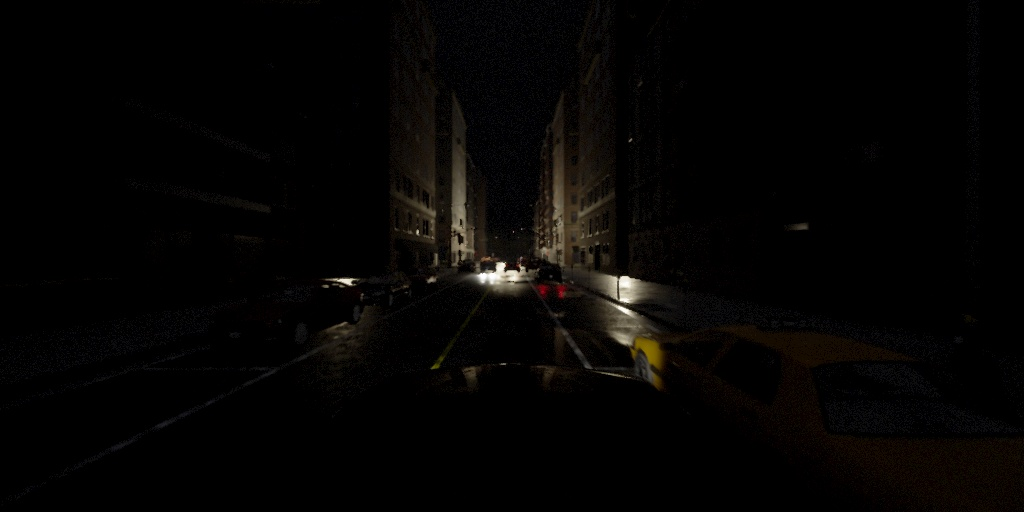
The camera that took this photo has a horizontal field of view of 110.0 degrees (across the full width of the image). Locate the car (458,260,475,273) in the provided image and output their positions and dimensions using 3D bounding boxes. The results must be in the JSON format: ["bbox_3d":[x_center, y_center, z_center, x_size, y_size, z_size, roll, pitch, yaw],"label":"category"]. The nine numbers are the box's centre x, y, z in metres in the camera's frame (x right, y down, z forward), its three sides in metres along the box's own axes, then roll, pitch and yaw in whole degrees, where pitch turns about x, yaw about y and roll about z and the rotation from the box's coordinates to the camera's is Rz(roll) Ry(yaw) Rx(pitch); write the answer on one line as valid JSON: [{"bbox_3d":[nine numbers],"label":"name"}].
[{"bbox_3d":[-5.391,1.175,43.309,1.967,1.591,4.097,0,0,0],"label":"car"}]

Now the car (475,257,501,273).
[{"bbox_3d":[-2.796,1.227,43.194,2.128,1.511,4.902,0,0,0],"label":"car"}]

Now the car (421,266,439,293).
[{"bbox_3d":[-5.389,1.289,20.580,1.888,1.381,4.507,0,0,0],"label":"car"}]

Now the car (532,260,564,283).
[{"bbox_3d":[2.748,1.269,27.621,1.812,1.442,4.674,0,0,0],"label":"car"}]

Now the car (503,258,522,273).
[{"bbox_3d":[0.005,1.262,42.660,1.812,1.442,4.674,0,0,0],"label":"car"}]

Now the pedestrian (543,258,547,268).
[{"bbox_3d":[2.748,1.035,30.457,0.375,1.860,0.375,0,0,0],"label":"pedestrian"}]

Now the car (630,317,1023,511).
[{"bbox_3d":[2.637,1.275,3.704,1.751,1.417,4.829,0,0,0],"label":"car"}]

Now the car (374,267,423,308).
[{"bbox_3d":[-5.389,1.296,14.897,2.007,1.370,4.403,0,0,0],"label":"car"}]

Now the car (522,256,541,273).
[{"bbox_3d":[2.634,1.050,43.310,2.192,1.841,5.009,0,0,0],"label":"car"}]

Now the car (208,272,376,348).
[{"bbox_3d":[-5.388,1.293,9.215,1.888,1.381,4.507,0,0,0],"label":"car"}]
